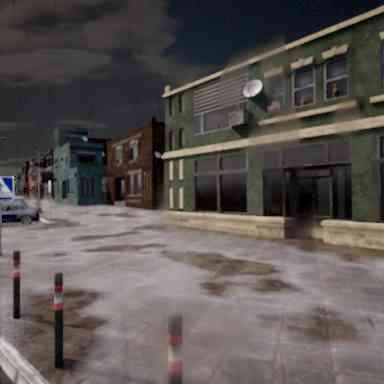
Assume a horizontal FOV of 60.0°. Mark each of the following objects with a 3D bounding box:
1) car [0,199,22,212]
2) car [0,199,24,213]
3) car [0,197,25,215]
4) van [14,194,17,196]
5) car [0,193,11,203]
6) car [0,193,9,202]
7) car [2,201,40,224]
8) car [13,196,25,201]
[{"bbox_3d":[-23.453,1.609,40.356,4.892,1.521,2.231,0,0,-31],"label":"car"},{"bbox_3d":[-22.094,1.615,38.075,5.008,1.535,2.097,0,0,-31],"label":"car"},{"bbox_3d":[-20.565,1.498,35.606,4.553,1.767,2.185,0,0,-31],"label":"car"},{"bbox_3d":[-17.888,1.409,30.872,4.442,1.987,1.878,0,0,-31],"label":"van"},{"bbox_3d":[-40.683,1.317,68.910,5.566,2.045,2.435,0,0,-31],"label":"car"},{"bbox_3d":[-44.982,1.332,76.051,5.566,2.045,2.435,0,0,-31],"label":"car"},{"bbox_3d":[-13.510,1.646,23.769,4.792,1.488,2.163,0,0,-31],"label":"car"},{"bbox_3d":[-16.261,1.506,28.457,4.553,1.767,2.185,0,0,-31],"label":"car"}]
